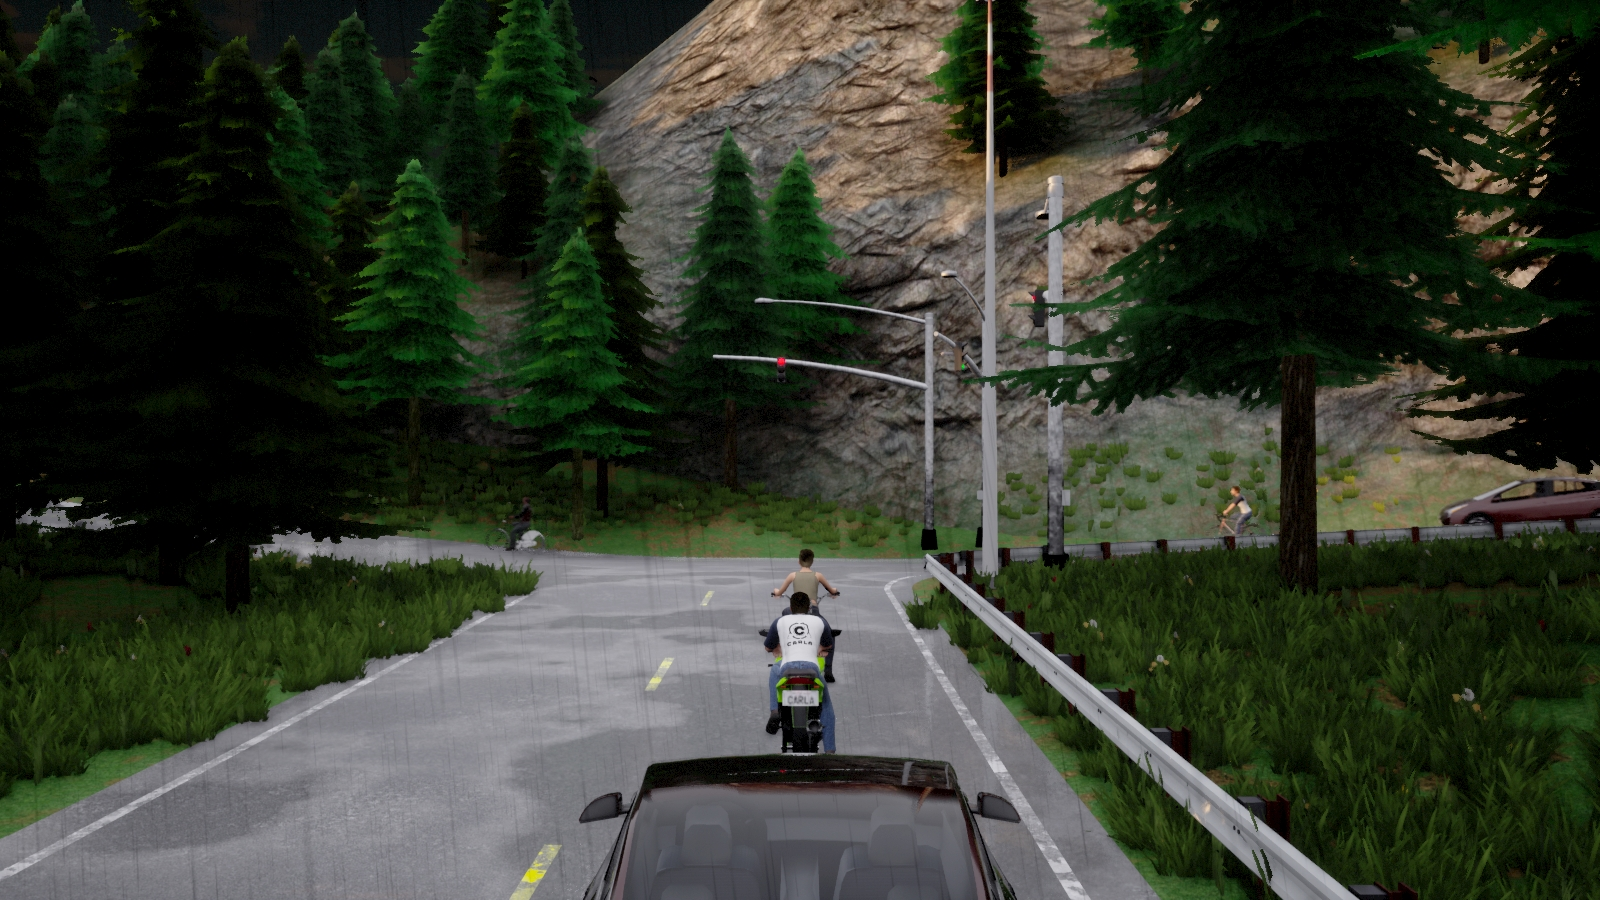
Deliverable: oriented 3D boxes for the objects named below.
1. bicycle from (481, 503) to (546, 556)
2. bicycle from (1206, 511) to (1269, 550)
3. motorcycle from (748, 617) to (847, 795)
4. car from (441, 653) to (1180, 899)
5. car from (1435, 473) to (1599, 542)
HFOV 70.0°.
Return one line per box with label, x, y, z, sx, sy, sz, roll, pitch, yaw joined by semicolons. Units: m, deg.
bicycle;-8.818;2.446;35.167;1.835;1.471;0.329;4;0;5
bicycle;12.744;2.353;33.318;1.643;1.024;0.373;-5;-2;21
motorcycle;-0.020;2.213;10.238;0.803;1.145;2.033;0;0;0
car;0.029;2.063;5.012;2.163;1.488;4.792;0;0;0
car;19.716;1.513;30.546;4.514;1.525;2.007;-5;-2;24
